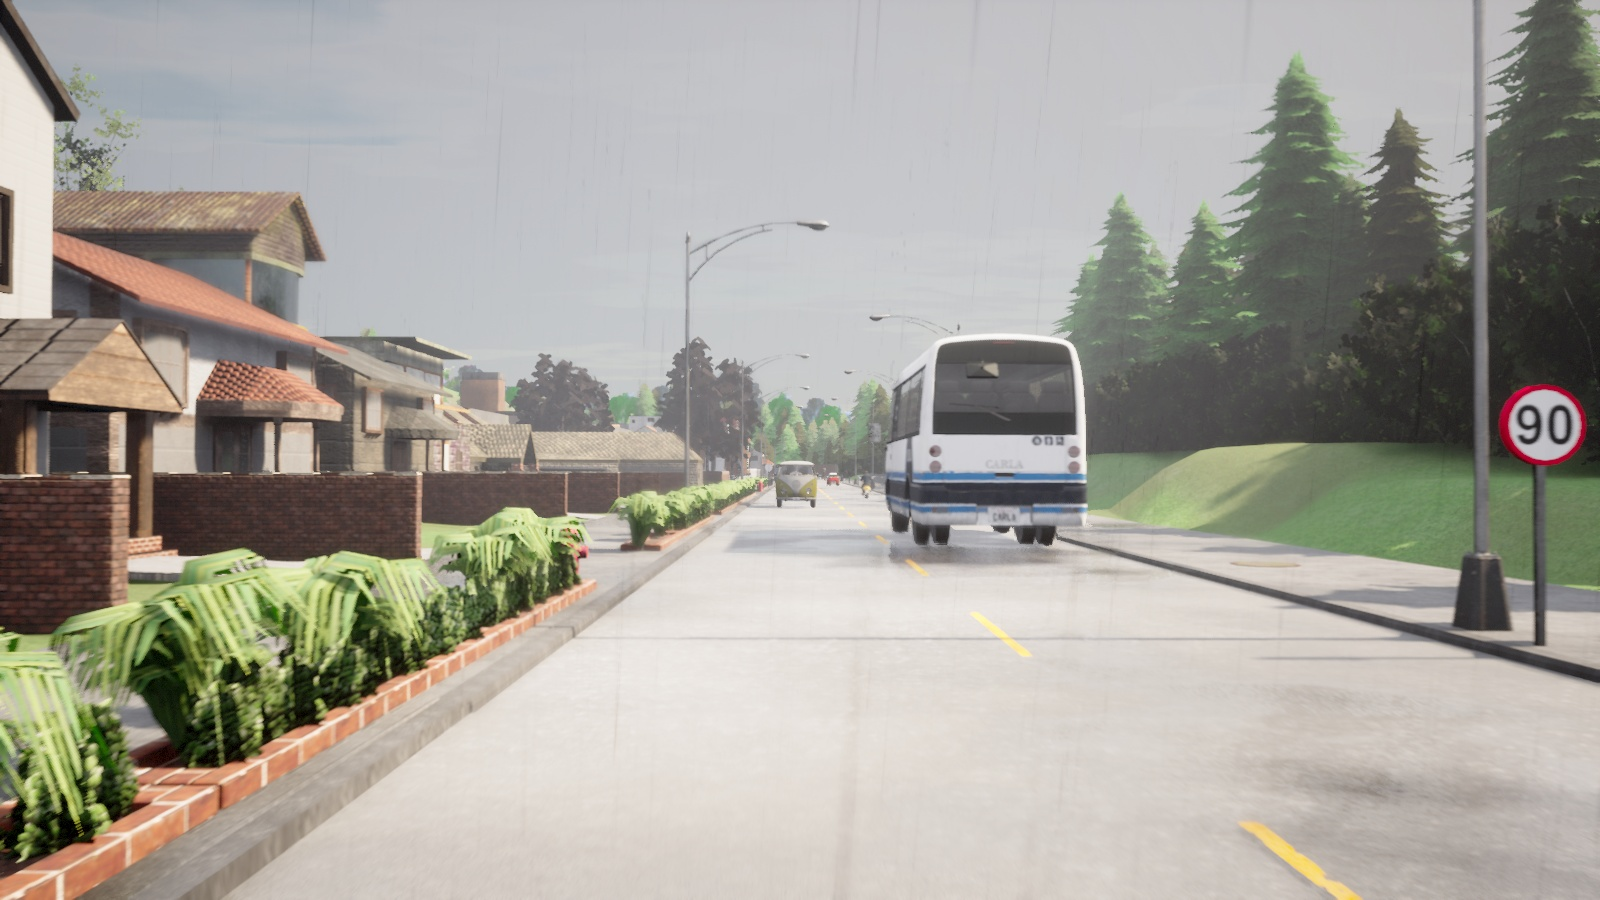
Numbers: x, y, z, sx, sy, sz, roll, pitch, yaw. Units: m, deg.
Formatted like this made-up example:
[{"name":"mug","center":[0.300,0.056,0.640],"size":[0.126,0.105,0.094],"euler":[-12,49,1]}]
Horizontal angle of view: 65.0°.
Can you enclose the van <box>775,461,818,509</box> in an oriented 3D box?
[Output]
[{"name":"van","center":[-0.161,1.474,54.065],"size":[1.775,1.987,4.442],"euler":[0,-1,0]}]

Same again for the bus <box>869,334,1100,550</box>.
[{"name":"bus","center":[3.908,-0.078,29.838],"size":[3.944,4.253,10.273],"euler":[0,-1,0]}]
